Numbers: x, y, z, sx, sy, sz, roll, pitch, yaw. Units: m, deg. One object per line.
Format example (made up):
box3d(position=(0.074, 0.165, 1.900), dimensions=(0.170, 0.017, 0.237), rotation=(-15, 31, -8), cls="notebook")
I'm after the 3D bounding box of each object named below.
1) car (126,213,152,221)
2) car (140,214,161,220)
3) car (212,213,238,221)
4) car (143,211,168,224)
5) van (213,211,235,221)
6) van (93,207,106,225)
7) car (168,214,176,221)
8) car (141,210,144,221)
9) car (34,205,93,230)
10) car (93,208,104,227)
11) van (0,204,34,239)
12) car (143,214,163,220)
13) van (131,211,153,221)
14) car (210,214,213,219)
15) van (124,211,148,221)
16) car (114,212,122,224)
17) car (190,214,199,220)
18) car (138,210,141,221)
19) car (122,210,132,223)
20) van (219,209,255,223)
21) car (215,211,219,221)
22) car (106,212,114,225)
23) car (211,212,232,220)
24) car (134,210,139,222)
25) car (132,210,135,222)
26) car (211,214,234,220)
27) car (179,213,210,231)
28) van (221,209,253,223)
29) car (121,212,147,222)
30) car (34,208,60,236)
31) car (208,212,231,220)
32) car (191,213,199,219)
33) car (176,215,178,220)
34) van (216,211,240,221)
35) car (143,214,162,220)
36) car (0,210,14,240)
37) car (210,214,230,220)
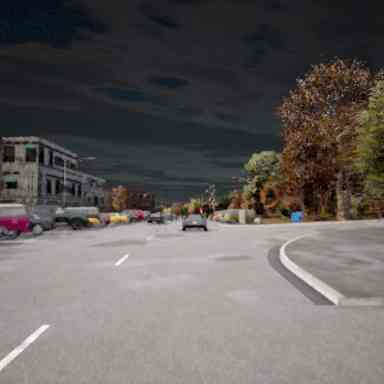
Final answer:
box3d(position=(-10.831, 5.129, 68.190), dimensions=(5.008, 1.535, 2.097), rotation=(1, -4, -19), cls="car")
box3d(position=(-10.640, 6.380, 85.751), dimensions=(4.892, 1.521, 2.231), rotation=(1, -5, -19), cls="car")
box3d(position=(7.002, 5.323, 70.872), dimensions=(4.892, 1.521, 2.231), rotation=(2, -5, -19), cls="car")
box3d(position=(-4.784, 3.598, 44.830), dimensions=(2.033, 1.411, 5.357), rotation=(0, -4, 1), cls="car")
box3d(position=(7.153, 5.310, 73.869), dimensions=(4.442, 1.987, 1.878), rotation=(2, -5, -19), cls="van")
box3d(position=(-11.141, 2.528, 33.133), dimensions=(4.442, 1.987, 1.878), rotation=(1, -4, -19), cls="van")
box3d(position=(-4.537, 4.725, 61.241), dimensions=(1.994, 1.385, 4.181), rotation=(0, -4, 1), cls="car")
box3d(position=(-11.005, 4.069, 56.490), dimensions=(5.566, 2.045, 2.435), rotation=(1, -4, -19), cls="car")
box3d(position=(-11.278, 2.114, 27.242), dimensions=(5.566, 2.045, 2.435), rotation=(0, -4, -20), cls="car")
box3d(position=(-11.101, 2.555, 30.209), dimensions=(5.366, 1.575, 1.946), rotation=(0, -4, -19), cls="car")
box3d(position=(-11.473, 1.661, 18.409), dimensions=(4.442, 1.987, 1.878), rotation=(0, -2, -20), cls="van")
box3d(position=(-10.733, 6.793, 91.533), dimensions=(5.366, 1.575, 1.946), rotation=(1, -4, -19), cls="car")
box3d(position=(-10.698, 5.111, 71.175), dimensions=(4.442, 1.987, 1.878), rotation=(1, -5, -19), cls="van")
box3d(position=(6.800, 5.106, 67.872), dimensions=(5.366, 1.575, 1.946), rotation=(2, -4, -19), cls="car")
box3d(position=(-10.984, 4.698, 65.237), dimensions=(4.442, 1.987, 1.878), rotation=(1, -4, -19), cls="van")
box3d(position=(-11.360, 3.136, 38.869), dimensions=(5.366, 1.575, 1.946), rotation=(1, -4, -19), cls="car")
box3d(position=(0.665, 5.703, 75.437), dimensions=(1.994, 1.385, 4.181), rotation=(0, -4, 1), cls="car")
box3d(position=(-11.046, 3.995, 53.565), dimensions=(4.553, 1.767, 2.185), rotation=(1, -4, -19), cls="car")
box3d(position=(-11.290, 3.525, 44.716), dimensions=(5.366, 1.575, 1.946), rotation=(1, -4, -19), cls="car")
box3d(position=(6.624, 3.479, 47.347), dimensions=(4.442, 1.987, 1.878), rotation=(2, -4, -19), cls="van")
box3d(position=(6.837, 4.344, 56.182), dimensions=(4.674, 1.452, 2.002), rotation=(2, -4, -19), cls="car")
box3d(position=(-11.243, 2.975, 35.988), dimensions=(4.792, 1.488, 2.163), rotation=(1, -4, -19), cls="car")
box3d(position=(7.088, 5.822, 79.681), dimensions=(4.553, 1.767, 2.185), rotation=(2, -5, -19), cls="car")
box3d(position=(-11.038, 3.924, 50.632), dimensions=(4.892, 1.521, 2.231), rotation=(1, -4, -19), cls="car")
box3d(position=(-11.048, 3.756, 47.710), dimensions=(4.792, 1.488, 2.163), rotation=(1, -4, -19), cls="car")
box3d(position=(7.106, 5.770, 76.754), dimensions=(4.792, 1.488, 2.163), rotation=(2, -5, -19), cls="car")
box3d(position=(0.226, 2.508, 28.147), dimensions=(1.994, 1.385, 4.181), rotation=(0, -4, 1), cls="car")
box3d(position=(6.877, 3.686, 50.371), dimensions=(4.442, 1.987, 1.878), rotation=(2, -4, -19), cls="van")
box3d(position=(-10.879, 4.596, 62.354), dimensions=(4.553, 1.767, 2.185), rotation=(1, -4, -19), cls="car")
box3d(position=(-11.335, 2.026, 21.358), dimensions=(4.892, 1.521, 2.231), rotation=(0, -2, -20), cls="car")
box3d(position=(7.196, 6.328, 88.496), dimensions=(5.566, 2.045, 2.435), rotation=(2, -4, -19), cls="car")
box3d(position=(0.784, 6.205, 85.432), dimensions=(1.837, 1.490, 4.892), rotation=(0, -4, 1), cls="car")
box3d(position=(-4.325, 5.712, 76.284), dimensions=(1.837, 1.490, 4.892), rotation=(0, -4, 1), cls="car")
box3d(position=(7.052, 4.690, 65.055), dimensions=(4.442, 1.987, 1.878), rotation=(2, -4, -19), cls="van")
box3d(position=(-10.597, 6.629, 88.671), dimensions=(4.674, 1.452, 2.002), rotation=(1, -5, -19), cls="car")
box3d(position=(-11.384, 1.770, 15.518), dimensions=(4.892, 1.521, 2.231), rotation=(0, -2, -20), cls="car")
box3d(position=(7.209, 6.400, 85.566), dimensions=(4.792, 1.488, 2.163), rotation=(2, -5, -19), cls="car")
